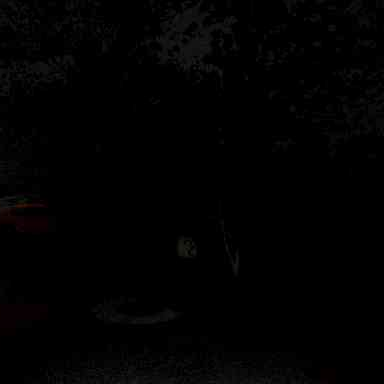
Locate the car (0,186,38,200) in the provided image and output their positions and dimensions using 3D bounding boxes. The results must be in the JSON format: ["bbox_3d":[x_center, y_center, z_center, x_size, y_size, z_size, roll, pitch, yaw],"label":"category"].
[{"bbox_3d":[-20.898,0.133,39.064,4.792,1.488,2.163,1,2,-30],"label":"car"}]

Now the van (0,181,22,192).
[{"bbox_3d":[-34.897,-1.095,63.081,4.442,1.987,1.878,1,1,-30],"label":"van"}]

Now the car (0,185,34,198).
[{"bbox_3d":[-23.720,-0.098,43.823,5.008,1.535,2.097,1,1,-30],"label":"car"}]

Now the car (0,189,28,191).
[{"bbox_3d":[-12.678,0.797,24.641,5.366,1.575,1.946,1,2,-30],"label":"car"}]

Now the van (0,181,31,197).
[{"bbox_3d":[-25.019,-0.418,46.262,4.442,1.987,1.878,1,1,-30],"label":"van"}]

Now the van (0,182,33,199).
[{"bbox_3d":[-22.401,-0.226,41.360,4.442,1.987,1.878,1,2,-31],"label":"van"}]

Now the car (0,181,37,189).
[{"bbox_3d":[-15.286,0.313,29.515,5.566,2.045,2.435,1,2,-30],"label":"car"}]

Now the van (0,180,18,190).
[{"bbox_3d":[-41.845,-1.570,74.909,4.442,1.987,1.878,1,1,-30],"label":"van"}]

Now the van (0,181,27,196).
[{"bbox_3d":[-26.622,-0.518,48.531,4.442,1.987,1.878,1,1,-30],"label":"van"}]

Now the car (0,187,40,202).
[{"bbox_3d":[-19.563,0.236,36.790,4.792,1.488,2.163,1,2,-30],"label":"car"}]

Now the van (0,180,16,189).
[{"bbox_3d":[-43.515,-1.675,77.293,4.442,1.987,1.878,1,1,-30],"label":"van"}]

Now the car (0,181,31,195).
[{"bbox_3d":[-27.947,-0.638,50.962,5.566,2.045,2.435,1,1,-30],"label":"car"}]

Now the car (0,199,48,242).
[{"bbox_3d":[-6.979,1.278,15.293,5.008,1.535,2.097,1,2,-30],"label":"car"}]

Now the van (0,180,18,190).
[{"bbox_3d":[-40.506,-1.479,72.630,4.442,1.987,1.878,1,1,-30],"label":"van"}]

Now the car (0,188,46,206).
[{"bbox_3d":[-16.746,0.472,31.880,4.792,1.488,2.163,1,2,-30],"label":"car"}]

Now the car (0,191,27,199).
[{"bbox_3d":[-8.345,1.033,17.695,4.553,1.767,2.185,1,2,-30],"label":"car"}]
